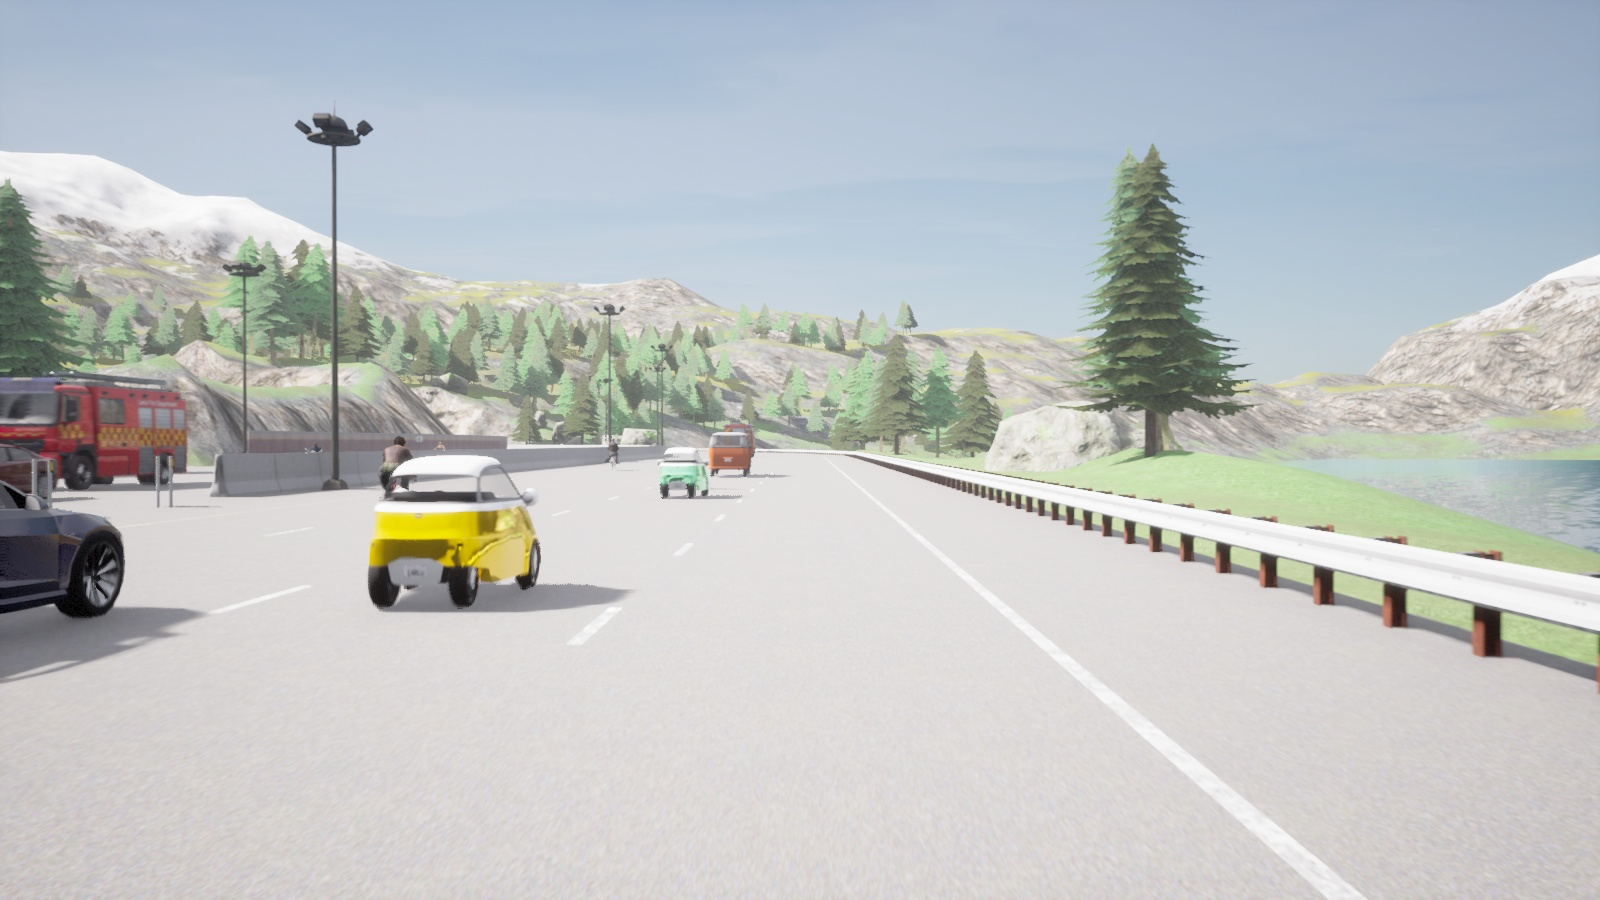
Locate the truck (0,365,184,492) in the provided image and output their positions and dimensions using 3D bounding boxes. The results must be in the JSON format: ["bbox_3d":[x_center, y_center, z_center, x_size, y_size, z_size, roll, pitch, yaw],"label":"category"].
[{"bbox_3d":[-24.241,-0.675,42.190,2.891,3.827,8.468,0,0,0],"label":"truck"}]

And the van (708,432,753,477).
[{"bbox_3d":[-3.153,0.172,57.610,1.775,1.987,4.442,0,0,0],"label":"van"}]

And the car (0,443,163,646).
[{"bbox_3d":[-6.933,0.689,9.118,2.163,1.488,4.792,0,0,0],"label":"car"}]

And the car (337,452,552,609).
[{"bbox_3d":[-3.413,0.728,12.396,1.481,1.376,2.207,0,1,0],"label":"car"}]

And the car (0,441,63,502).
[{"bbox_3d":[-20.805,0.531,31.331,1.882,1.535,5.008,0,0,0],"label":"car"}]

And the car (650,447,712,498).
[{"bbox_3d":[-3.284,0.602,34.949,1.481,1.376,2.207,0,1,0],"label":"car"}]
